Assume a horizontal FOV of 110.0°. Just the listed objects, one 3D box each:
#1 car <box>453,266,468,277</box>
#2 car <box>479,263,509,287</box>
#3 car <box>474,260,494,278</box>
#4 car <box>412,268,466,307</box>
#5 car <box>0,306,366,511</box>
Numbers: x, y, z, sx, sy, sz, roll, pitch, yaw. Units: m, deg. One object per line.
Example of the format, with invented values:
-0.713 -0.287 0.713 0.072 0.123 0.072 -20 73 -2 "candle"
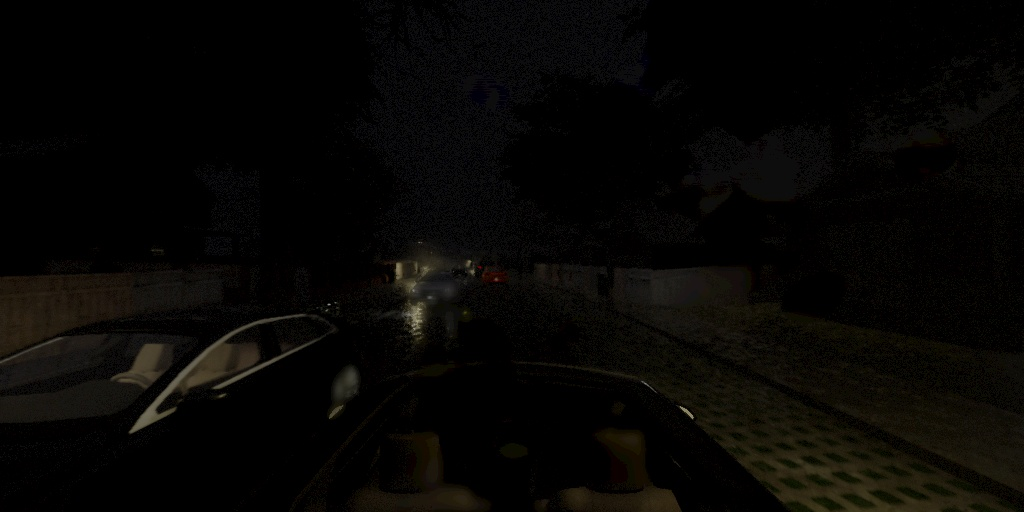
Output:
-6.249 1.850 42.670 1.895 1.301 4.718 0 -1 -9 "car"
-1.360 1.534 28.031 1.882 1.535 5.008 0 -1 -6 "car"
-3.109 1.450 41.566 2.150 2.045 5.566 0 0 -9 "car"
-3.350 1.454 16.699 1.812 1.442 4.674 0 -1 -3 "car"
-2.913 1.262 3.036 2.128 1.511 4.902 0 -1 0 "car"
